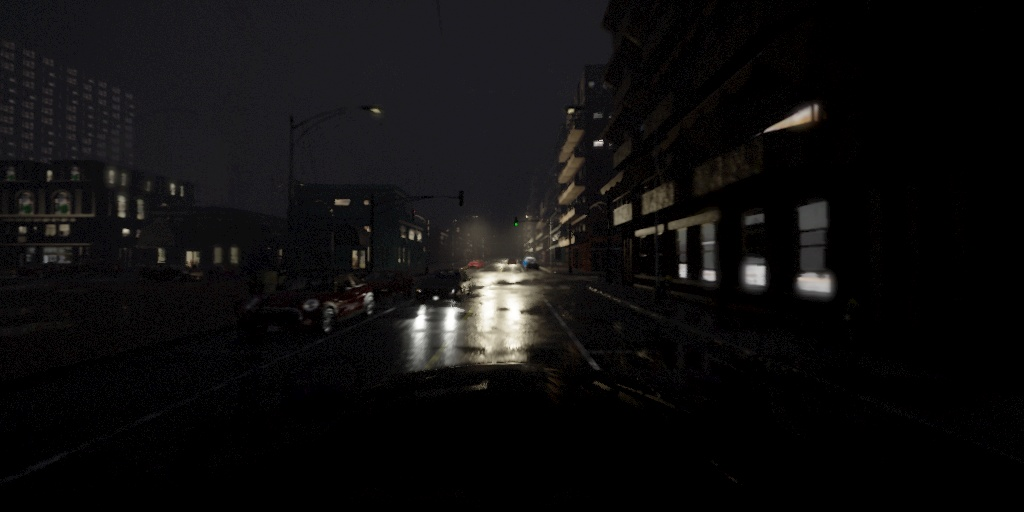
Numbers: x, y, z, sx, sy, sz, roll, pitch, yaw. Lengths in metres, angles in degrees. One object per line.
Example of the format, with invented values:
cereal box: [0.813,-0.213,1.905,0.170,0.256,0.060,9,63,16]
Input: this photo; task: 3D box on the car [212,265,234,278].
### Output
car: [-30.660,1.527,36.575,4.207,1.307,1.802,0,0,1]

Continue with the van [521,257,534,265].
van: [2.714,1.065,54.204,1.690,1.789,3.998,0,0,0]

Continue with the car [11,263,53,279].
car: [-48.445,1.470,36.748,4.097,1.591,1.967,0,0,1]

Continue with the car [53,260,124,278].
car: [-42.894,1.318,36.703,5.009,1.841,2.192,0,0,1]

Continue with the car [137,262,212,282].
car: [-26.362,1.240,27.875,4.097,1.591,1.967,0,0,1]

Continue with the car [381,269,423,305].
car: [-5.650,1.295,16.107,1.888,1.381,4.507,0,0,0]

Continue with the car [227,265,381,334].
car: [-5.652,1.190,10.462,1.967,1.591,4.097,0,0,0]

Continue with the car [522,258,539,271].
car: [2.712,1.280,48.624,2.007,1.370,4.403,0,0,0]

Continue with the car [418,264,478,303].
car: [-3.016,1.298,16.895,2.033,1.411,5.357,0,0,0]

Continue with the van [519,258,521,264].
van: [2.719,1.052,65.367,1.690,1.789,3.998,0,0,0]

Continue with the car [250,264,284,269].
car: [-25.181,1.485,36.498,4.313,1.339,1.948,0,0,1]

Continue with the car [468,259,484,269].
car: [-5.667,1.307,54.172,1.802,1.307,4.207,0,0,0]
